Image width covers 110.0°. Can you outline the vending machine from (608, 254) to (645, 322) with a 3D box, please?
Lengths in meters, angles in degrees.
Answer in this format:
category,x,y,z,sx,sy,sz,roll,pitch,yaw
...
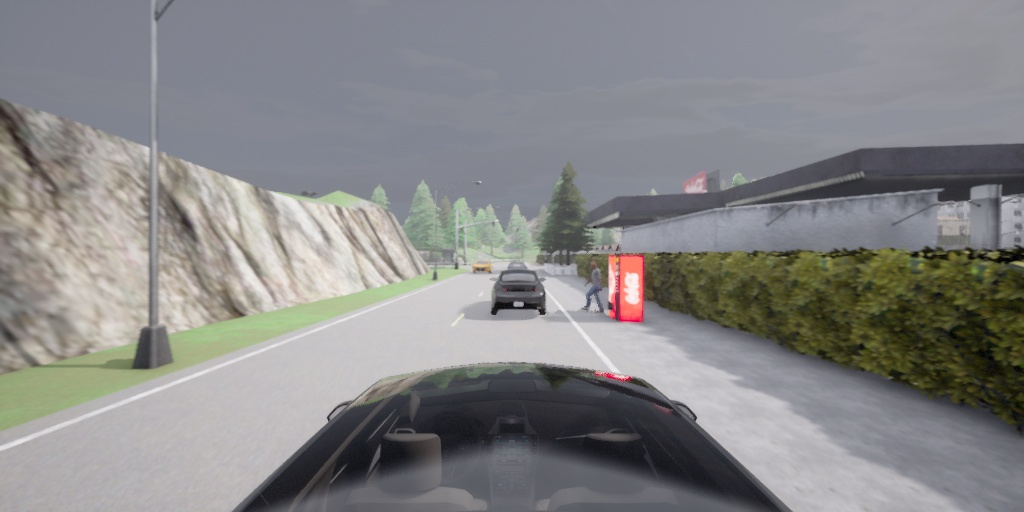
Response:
category,x,y,z,sx,sy,sz,roll,pitch,yaw
vending machine,3.591,0.930,11.323,1.100,2.100,0.880,0,0,1

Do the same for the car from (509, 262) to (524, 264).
category,x,y,z,sx,sy,sz,roll,pitch,yaw
car,0.415,1.219,30.945,2.033,1.411,5.357,0,0,1

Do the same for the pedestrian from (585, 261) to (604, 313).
category,x,y,z,sx,sy,sz,roll,pitch,yaw
pedestrian,2.817,1.024,12.258,0.375,1.860,0.375,0,0,1

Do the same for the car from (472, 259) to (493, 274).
category,x,y,z,sx,sy,sz,roll,pitch,yaw
car,-3.146,1.117,38.868,1.882,1.535,5.008,0,0,1

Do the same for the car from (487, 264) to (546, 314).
category,x,y,z,sx,sy,sz,roll,pitch,yaw
car,0.230,1.225,13.547,1.837,1.490,4.892,0,1,1
